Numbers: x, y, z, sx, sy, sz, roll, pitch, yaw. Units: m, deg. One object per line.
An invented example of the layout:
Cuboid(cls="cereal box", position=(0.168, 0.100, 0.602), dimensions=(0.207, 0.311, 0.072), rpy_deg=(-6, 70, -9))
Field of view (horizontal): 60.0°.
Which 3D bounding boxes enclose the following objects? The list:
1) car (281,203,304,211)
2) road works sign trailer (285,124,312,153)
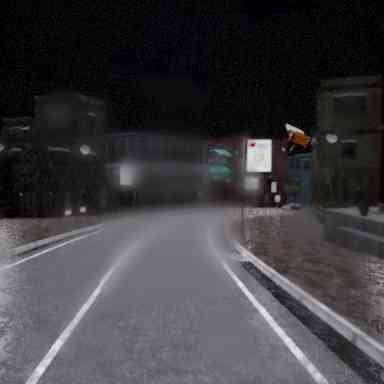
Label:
Cuboid(cls="car", position=(18.254, 2.692, 60.321), dimensions=(4.902, 1.511, 2.128), rpy_deg=(2, 2, -35))
Cuboid(cls="road works sign trailer", position=(11.538, -6.176, 37.432), dimensions=(2.380, 2.880, 3.560), rpy_deg=(20, 41, -10))
